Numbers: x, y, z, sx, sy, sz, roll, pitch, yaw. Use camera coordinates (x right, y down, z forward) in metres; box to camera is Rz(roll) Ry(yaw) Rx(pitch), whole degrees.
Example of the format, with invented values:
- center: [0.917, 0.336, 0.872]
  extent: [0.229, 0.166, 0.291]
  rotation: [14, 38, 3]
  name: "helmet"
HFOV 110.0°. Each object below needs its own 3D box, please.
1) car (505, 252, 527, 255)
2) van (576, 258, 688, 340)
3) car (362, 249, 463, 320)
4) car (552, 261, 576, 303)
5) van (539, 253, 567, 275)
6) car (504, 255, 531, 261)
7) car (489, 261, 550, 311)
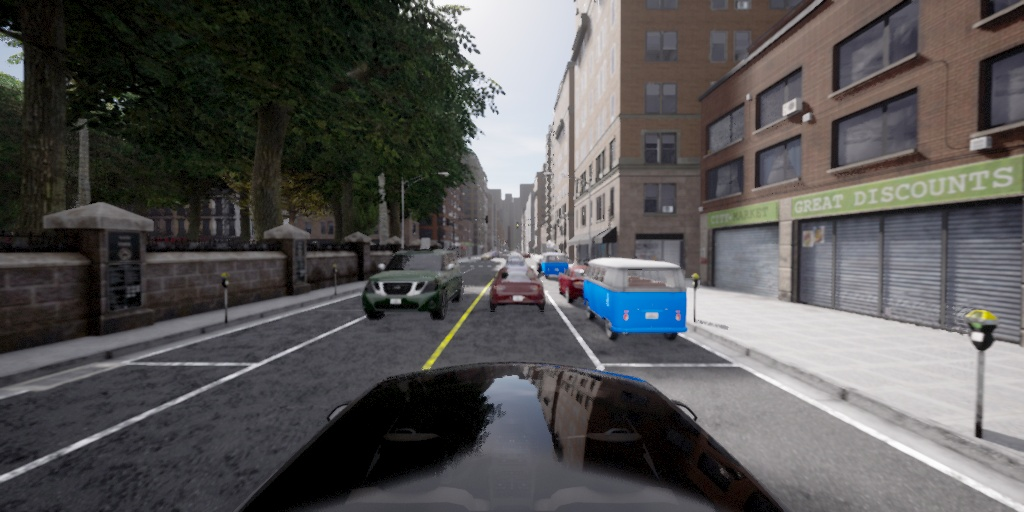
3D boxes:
- center: [0.280, 0.652, 36.453]
  extent: [1.837, 1.490, 4.892]
  rotation: [0, 1, 0]
  name: "car"
- center: [2.906, 0.965, 9.261]
  extent: [1.690, 1.789, 3.998]
  rotation: [0, 0, 0]
  name: "van"
- center: [-3.026, 0.792, 12.175]
  extent: [2.150, 2.045, 5.566]
  rotation: [0, 1, 0]
  name: "car"
- center: [2.953, 1.072, 14.921]
  extent: [1.888, 1.381, 4.507]
  rotation: [0, 0, 0]
  name: "car"
- center: [3.047, 0.671, 26.240]
  extent: [1.690, 1.789, 3.998]
  rotation: [0, 0, 0]
  name: "van"
- center: [0.278, 0.898, 24.969]
  extent: [2.033, 1.411, 5.357]
  rotation: [0, 1, 1]
  name: "car"
- center: [0.176, 1.081, 13.184]
  extent: [1.812, 1.442, 4.674]
  rotation: [0, 1, 0]
  name: "car"
